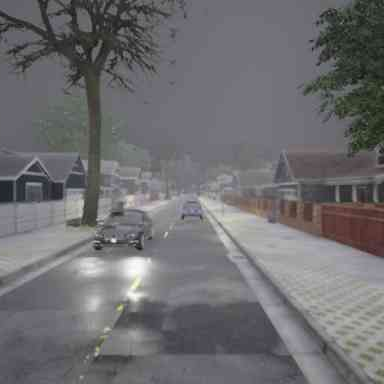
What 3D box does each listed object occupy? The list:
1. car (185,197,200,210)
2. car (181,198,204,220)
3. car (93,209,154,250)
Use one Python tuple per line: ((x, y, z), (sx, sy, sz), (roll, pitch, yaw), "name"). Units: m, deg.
((0.072, 1.499, 43.775), (1.837, 1.490, 4.892), (0, 0, 0), "car")
((0.027, 1.547, 28.455), (2.033, 1.411, 5.357), (0, 0, 1), "car")
((-2.765, 1.509, 14.258), (1.837, 1.490, 4.892), (0, -1, 0), "car")
